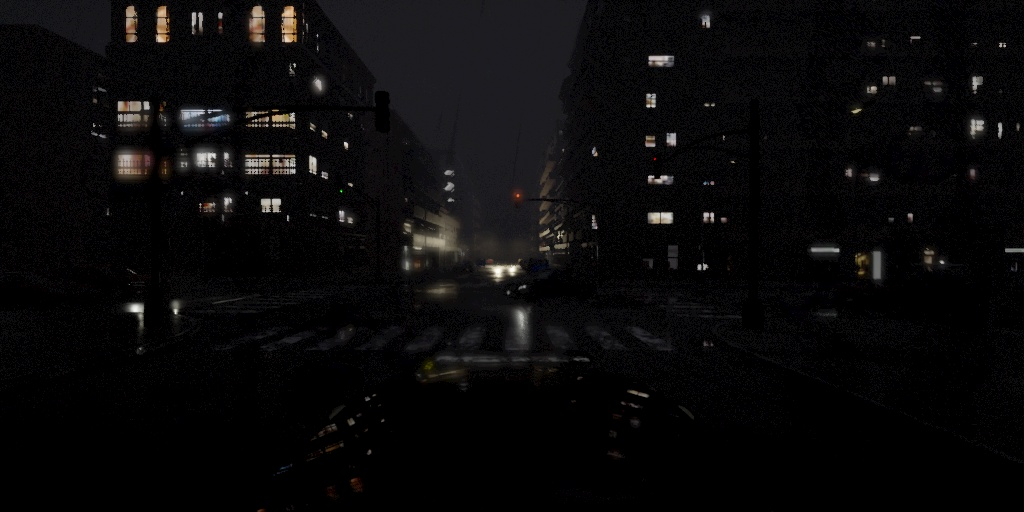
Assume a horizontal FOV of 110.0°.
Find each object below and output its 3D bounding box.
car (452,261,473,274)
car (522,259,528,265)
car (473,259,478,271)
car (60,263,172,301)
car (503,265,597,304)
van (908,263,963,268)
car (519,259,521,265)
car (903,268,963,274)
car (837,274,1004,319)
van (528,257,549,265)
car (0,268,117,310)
[{"bbox_3d":[-5.910,1.358,41.512,1.802,1.307,4.207,0,0,0],"label":"car"},{"bbox_3d":[2.657,1.091,41.478,2.192,1.841,5.009,0,0,0],"label":"car"},{"bbox_3d":[-5.920,1.352,47.034,1.948,1.339,4.313,0,0,0],"label":"car"},{"bbox_3d":[-18.015,1.086,15.809,5.008,1.535,1.882,1,0,0],"label":"car"},{"bbox_3d":[1.813,1.275,16.399,4.674,1.442,1.812,0,-1,-32],"label":"car"},{"bbox_3d":[26.060,1.343,21.597,3.998,1.789,1.690,0,0,0],"label":"van"},{"bbox_3d":[2.584,1.252,58.039,1.967,1.591,4.097,0,0,0],"label":"car"},{"bbox_3d":[22.763,1.536,19.022,5.357,1.411,2.033,1,0,0],"label":"car"},{"bbox_3d":[14.690,1.498,13.228,4.507,1.381,1.888,0,0,0],"label":"car"},{"bbox_3d":[2.755,1.109,35.981,1.690,1.789,3.998,0,0,0],"label":"van"},{"bbox_3d":[-17.763,1.214,13.228,4.207,1.307,1.802,0,0,0],"label":"car"}]
